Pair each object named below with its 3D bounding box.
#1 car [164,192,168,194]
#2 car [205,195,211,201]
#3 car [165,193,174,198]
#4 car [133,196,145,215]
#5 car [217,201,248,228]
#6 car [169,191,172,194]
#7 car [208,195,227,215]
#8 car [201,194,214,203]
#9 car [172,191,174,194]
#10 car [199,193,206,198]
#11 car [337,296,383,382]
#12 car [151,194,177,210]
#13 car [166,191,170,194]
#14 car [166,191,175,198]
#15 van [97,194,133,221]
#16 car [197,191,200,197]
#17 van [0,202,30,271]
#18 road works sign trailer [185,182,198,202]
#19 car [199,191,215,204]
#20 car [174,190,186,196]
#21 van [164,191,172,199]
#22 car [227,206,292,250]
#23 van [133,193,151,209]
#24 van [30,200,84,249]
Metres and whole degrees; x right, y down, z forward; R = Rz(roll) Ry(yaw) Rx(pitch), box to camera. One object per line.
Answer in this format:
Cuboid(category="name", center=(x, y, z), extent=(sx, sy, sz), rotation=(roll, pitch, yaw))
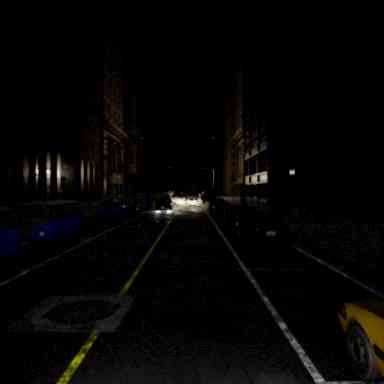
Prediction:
Cuboid(category="car", center=(-5.808, 1.071, 58.372), extent=(1.752, 1.417, 4.829), rotation=(0, 0, 0))
Cuboid(category="car", center=(2.735, 1.279, 36.085), extent=(1.947, 1.339, 4.313), rotation=(0, 0, 0))
Cuboid(category="car", center=(-5.831, 0.896, 86.633), extent=(2.008, 1.369, 4.403), rotation=(0, 0, 0))
Cuboid(category="car", center=(-5.786, 1.302, 30.451), extent=(1.887, 1.381, 4.507), rotation=(0, 0, 0))
Cuboid(category="car", center=(2.748, 1.411, 19.229), extent=(1.947, 1.339, 4.313), rotation=(0, 0, 0))
Cuboid(category="car", center=(-5.818, 1.008, 69.779), extent=(1.887, 1.381, 4.507), rotation=(0, 0, 0))
Cuboid(category="car", center=(2.739, 1.281, 30.636), extent=(1.752, 1.417, 4.829), rotation=(0, 0, 0))
Cuboid(category="car", center=(2.716, 1.095, 58.559), extent=(2.008, 1.369, 4.403), rotation=(0, 0, 0))
Cuboid(category="car", center=(-5.822, 0.969, 75.397), extent=(1.887, 1.381, 4.507), rotation=(0, 0, 0))
Cuboid(category="car", center=(2.694, 0.869, 86.822), extent=(1.752, 1.417, 4.829), rotation=(0, 0, 0))
Cuboid(category="car", center=(2.762, 1.504, 2.543), extent=(1.752, 1.417, 4.829), rotation=(0, 0, 0))
Cuboid(category="car", center=(-3.127, 1.246, 38.008), extent=(2.033, 1.411, 5.357), rotation=(0, 0, 0))
Cuboid(category="car", center=(-5.813, 1.054, 64.166), extent=(2.008, 1.369, 4.403), rotation=(0, 0, 0))
Cuboid(category="car", center=(-5.835, 0.620, 92.250), extent=(2.192, 1.841, 5.009), rotation=(0, 0, 0))
Cuboid(category="van", center=(-5.781, 1.142, 24.831), extent=(1.690, 1.788, 3.998), rotation=(0, 0, 0))
Cuboid(category="car", center=(2.707, 1.014, 69.796), extent=(2.008, 1.369, 4.403), rotation=(0, 0, 0))
Cuboid(category="van", center=(-5.767, 1.276, 7.977), extent=(1.690, 1.788, 3.998), rotation=(0, 0, 0))
Cuboid(category="road works sign trailer", center=(-0.050, -0.025, 63.153), extent=(2.380, 3.560, 2.880), rotation=(0, 0, 0))
Cuboid(category="car", center=(2.721, 0.901, 52.939), extent=(2.192, 1.841, 5.009), rotation=(0, 0, 0))
Cuboid(category="car", center=(-3.062, 0.517, 78.502), extent=(1.837, 1.490, 4.892), rotation=(0, 0, 0))
Cuboid(category="van", center=(-5.827, 0.725, 81.014), extent=(1.690, 1.788, 3.998), rotation=(0, 0, 0))
Cuboid(category="car", center=(2.753, 1.455, 13.611), extent=(1.947, 1.339, 4.313), rotation=(0, 0, 0))
Cuboid(category="van", center=(-5.790, 1.055, 36.067), extent=(1.690, 1.788, 3.998), rotation=(0, 0, 0))
Cuboid(category="van", center=(-5.772, 1.231, 13.595), extent=(1.690, 1.788, 3.998), rotation=(0, 0, 0))
